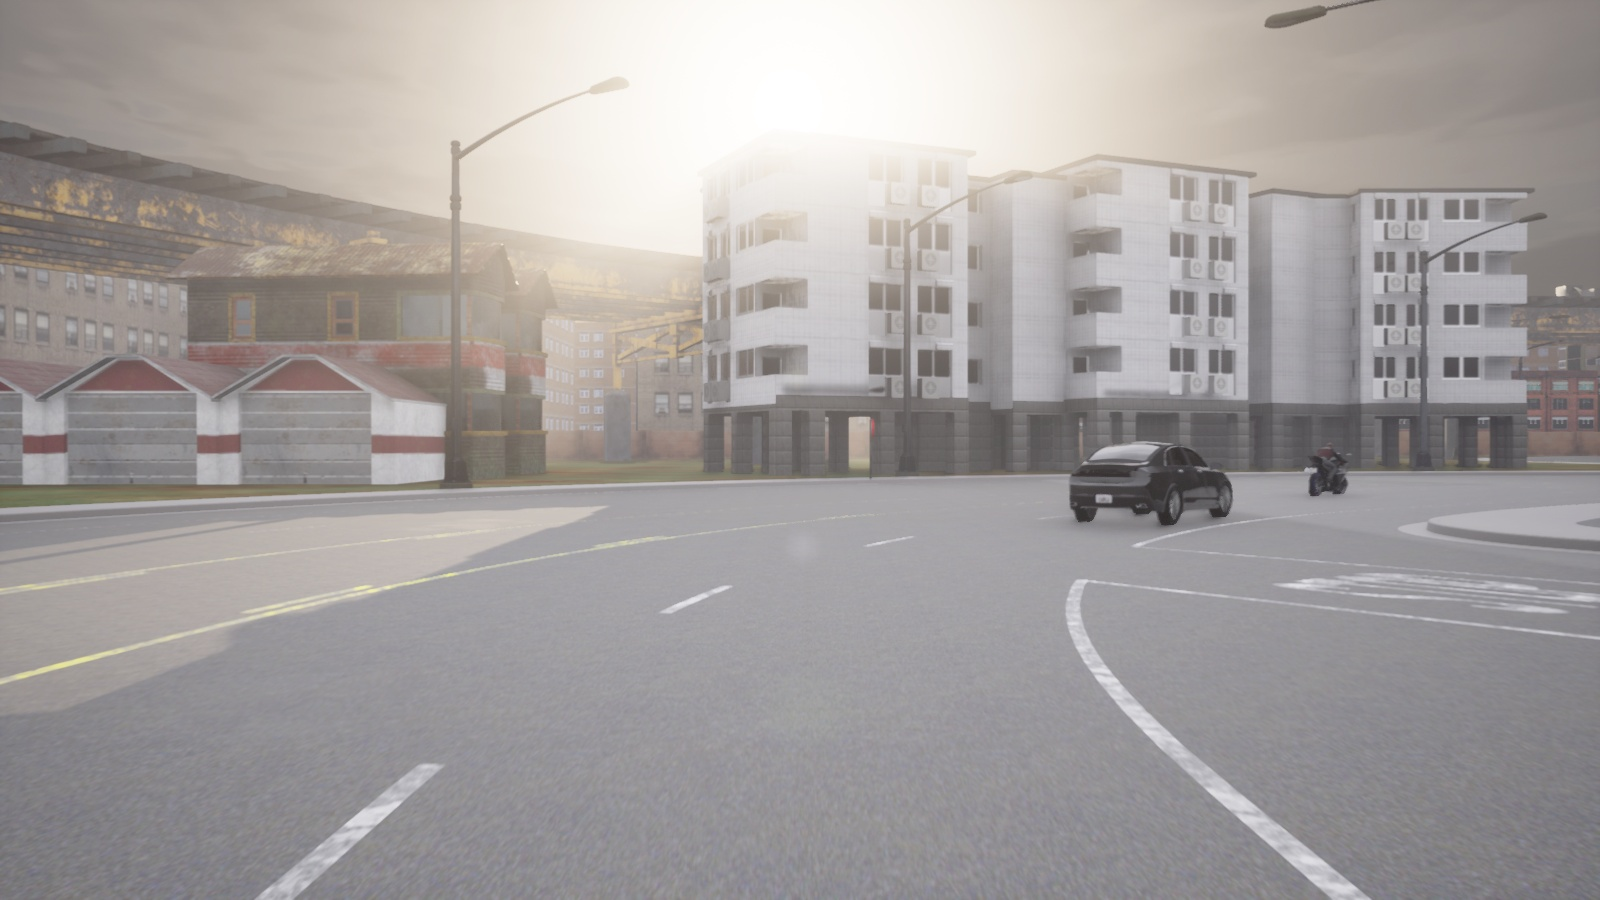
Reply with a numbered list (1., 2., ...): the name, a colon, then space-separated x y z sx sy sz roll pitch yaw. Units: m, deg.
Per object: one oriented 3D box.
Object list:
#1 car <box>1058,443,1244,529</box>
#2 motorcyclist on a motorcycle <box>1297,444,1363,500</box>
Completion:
1. car: 6.894 0.620 24.267 1.837 1.490 4.892 0 0 37
2. motorcyclist on a motorcycle: 14.897 0.595 35.288 2.191 1.530 0.866 0 2 -43
